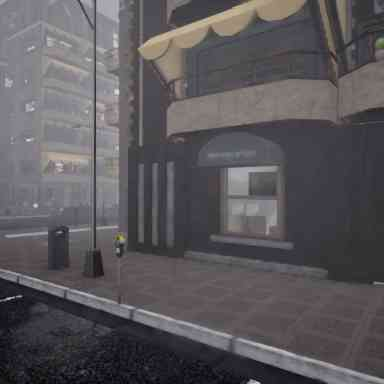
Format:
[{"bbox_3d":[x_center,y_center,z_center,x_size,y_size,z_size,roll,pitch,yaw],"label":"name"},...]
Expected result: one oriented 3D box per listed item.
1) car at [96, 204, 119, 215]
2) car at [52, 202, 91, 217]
[{"bbox_3d":[-9.465,2.063,39.947,1.802,1.307,4.206,-1,-1,35],"label":"car"},{"bbox_3d":[-12.752,1.821,35.326,1.967,1.590,4.097,-1,-1,35],"label":"car"}]
